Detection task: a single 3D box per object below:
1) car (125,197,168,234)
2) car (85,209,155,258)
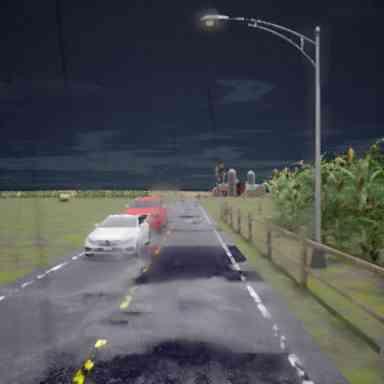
[{"bbox_3d":[-2.731,1.338,20.477,2.150,2.045,5.566,0,0,0],"label":"car"},{"bbox_3d":[-2.742,1.602,13.207,1.812,1.442,4.674,0,0,0],"label":"car"}]
